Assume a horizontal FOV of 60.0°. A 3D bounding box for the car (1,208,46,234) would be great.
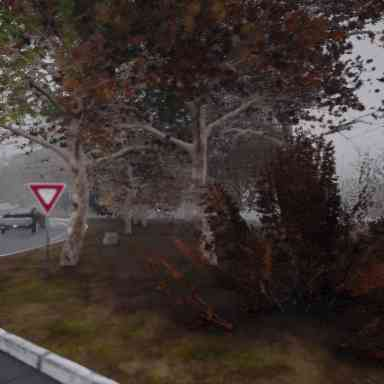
[{"bbox_3d":[-10.509,1.738,21.050,2.128,1.511,4.902,0,-1,-14],"label":"car"}]
